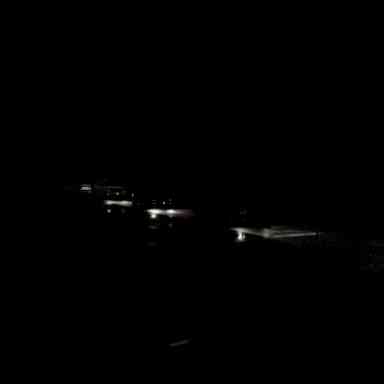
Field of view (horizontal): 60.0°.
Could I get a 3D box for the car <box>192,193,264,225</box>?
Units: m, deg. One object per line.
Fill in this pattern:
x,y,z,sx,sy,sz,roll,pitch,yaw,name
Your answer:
1.907,0.878,18.921,1.882,1.535,5.008,1,2,-33,car

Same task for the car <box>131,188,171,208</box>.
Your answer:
-3.421,0.463,27.334,1.837,1.490,4.892,2,2,-32,car

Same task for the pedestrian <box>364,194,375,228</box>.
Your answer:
9.745,1.034,18.380,0.375,1.860,0.375,5,-2,-32,pedestrian

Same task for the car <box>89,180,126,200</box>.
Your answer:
-9.081,-0.296,36.329,2.150,2.045,5.566,2,2,-32,car

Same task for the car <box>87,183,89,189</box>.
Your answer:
-13.399,-0.542,49.134,2.128,1.511,4.902,1,2,-32,car

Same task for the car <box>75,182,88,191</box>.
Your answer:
-18.955,-1.014,57.924,2.128,1.511,4.902,1,2,-32,car
